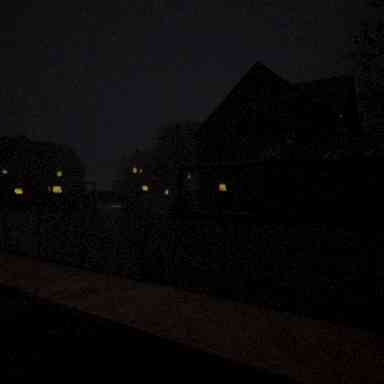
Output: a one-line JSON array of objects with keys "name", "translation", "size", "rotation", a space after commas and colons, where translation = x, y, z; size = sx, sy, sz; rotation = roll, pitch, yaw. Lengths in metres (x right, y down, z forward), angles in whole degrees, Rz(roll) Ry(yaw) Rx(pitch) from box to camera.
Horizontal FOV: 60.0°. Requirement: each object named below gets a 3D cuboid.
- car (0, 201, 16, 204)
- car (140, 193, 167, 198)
[{"name": "car", "translation": [-14.824, 1.244, 23.610], "size": [2.033, 1.411, 5.357], "rotation": [1, 2, 35]}, {"name": "car", "translation": [-4.350, 0.817, 38.325], "size": [2.033, 1.411, 5.357], "rotation": [1, 2, 35]}]
